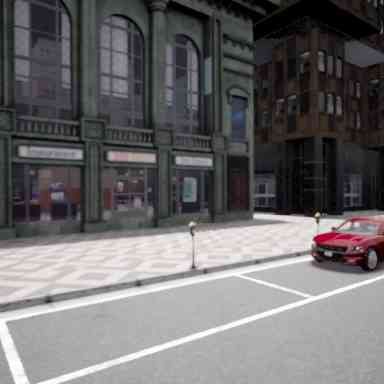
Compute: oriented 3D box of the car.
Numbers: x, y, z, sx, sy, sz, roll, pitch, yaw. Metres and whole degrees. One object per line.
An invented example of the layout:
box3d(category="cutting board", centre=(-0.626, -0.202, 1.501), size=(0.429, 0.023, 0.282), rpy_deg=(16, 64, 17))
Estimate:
box3d(category="car", centre=(5.685, 1.494, 10.709), size=(4.507, 1.381, 1.887), rpy_deg=(0, 0, -36))
